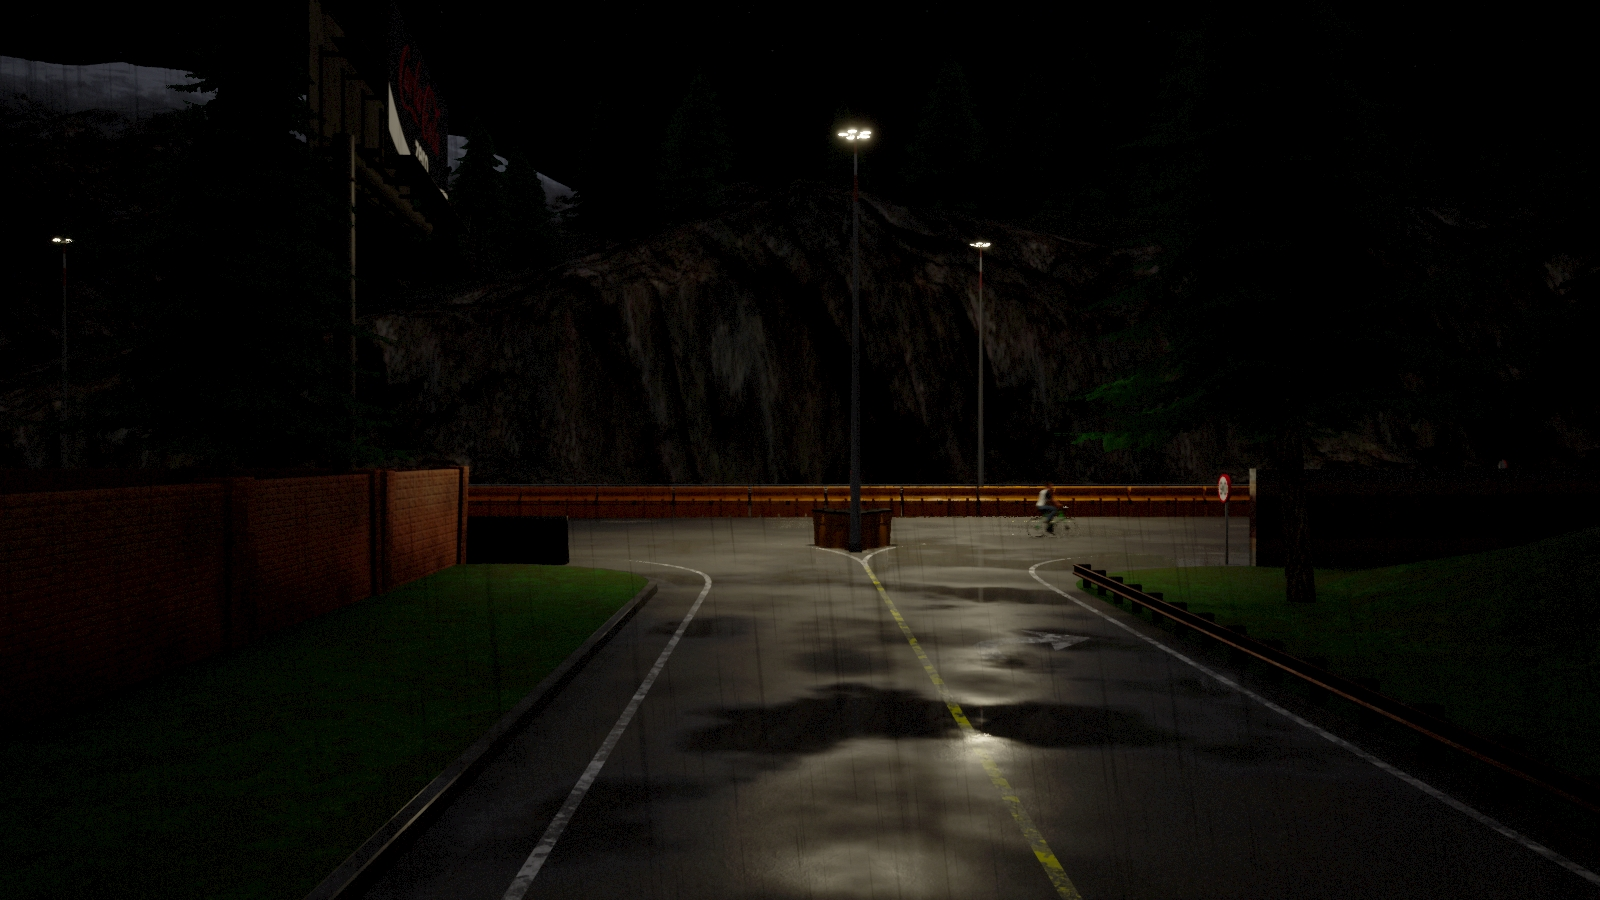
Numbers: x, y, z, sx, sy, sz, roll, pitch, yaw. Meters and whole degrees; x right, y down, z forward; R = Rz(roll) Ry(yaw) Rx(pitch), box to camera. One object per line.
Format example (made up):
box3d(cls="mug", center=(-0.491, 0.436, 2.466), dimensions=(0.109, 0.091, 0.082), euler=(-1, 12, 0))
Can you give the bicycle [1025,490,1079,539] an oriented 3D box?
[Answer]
box3d(cls="bicycle", center=(8.030, 2.047, 36.427), dimensions=(1.643, 1.514, 0.373), euler=(0, 0, -1))
